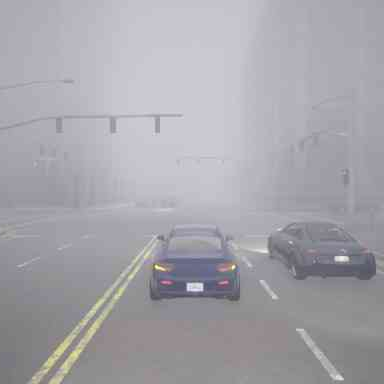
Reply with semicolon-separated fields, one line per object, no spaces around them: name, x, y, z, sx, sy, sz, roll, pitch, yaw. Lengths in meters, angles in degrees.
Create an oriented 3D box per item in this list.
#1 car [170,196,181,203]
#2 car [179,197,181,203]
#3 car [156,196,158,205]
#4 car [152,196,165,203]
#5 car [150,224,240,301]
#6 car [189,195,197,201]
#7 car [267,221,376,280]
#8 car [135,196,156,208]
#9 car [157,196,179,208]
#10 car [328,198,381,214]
car;-3.370;1.564;69.208;1.994;1.385;4.181;0;0;0
car;-3.464;1.478;59.205;1.882;1.535;5.008;0;0;0
car;-6.972;1.505;58.140;1.837;1.490;4.892;0;0;0
car;-6.875;1.547;68.588;2.033;1.411;5.357;0;0;0
car;0.075;1.526;8.214;1.812;1.442;4.674;0;0;1
car;0.157;1.553;83.119;1.994;1.385;4.181;0;0;0
car;3.590;1.564;9.953;1.994;1.385;4.181;0;0;0
car;-7.007;1.547;48.407;2.033;1.411;5.357;0;0;0
car;-3.502;1.492;49.614;2.128;1.511;4.902;0;0;0
car;16.770;1.422;34.460;5.008;1.535;1.882;0;0;0
